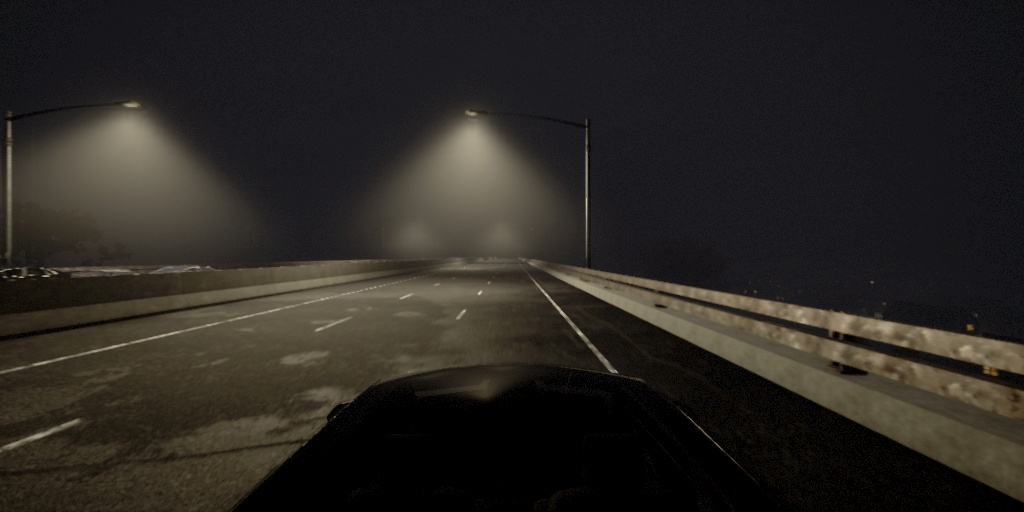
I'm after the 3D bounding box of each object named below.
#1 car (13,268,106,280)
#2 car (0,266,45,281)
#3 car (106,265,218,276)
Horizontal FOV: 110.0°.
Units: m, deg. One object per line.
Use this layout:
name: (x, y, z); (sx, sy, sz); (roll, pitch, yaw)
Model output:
car: (-21.022, 1.347, 18.221); (1.895, 1.301, 4.718); (0, 0, 1)
car: (-24.531, 1.251, 17.294); (1.837, 1.490, 4.892); (0, 0, 1)
car: (-17.513, 1.240, 18.958); (2.128, 1.511, 4.902); (0, 0, 1)
